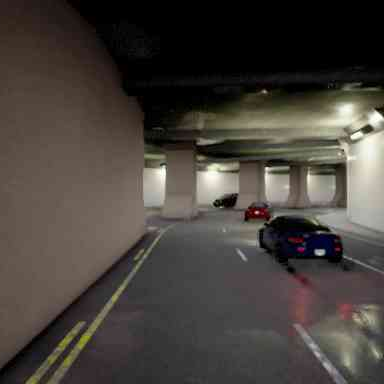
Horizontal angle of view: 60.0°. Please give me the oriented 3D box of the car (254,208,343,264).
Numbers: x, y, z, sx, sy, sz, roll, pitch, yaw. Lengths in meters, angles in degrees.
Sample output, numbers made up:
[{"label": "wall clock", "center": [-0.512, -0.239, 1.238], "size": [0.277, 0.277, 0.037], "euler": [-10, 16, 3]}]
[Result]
[{"label": "car", "center": [3.586, 1.506, 11.605], "size": [1.812, 1.442, 4.674], "euler": [0, 0, 0]}]

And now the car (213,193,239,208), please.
[{"label": "car", "center": [5.281, 1.143, 45.935], "size": [5.566, 2.045, 2.150], "euler": [-1, 0, -44]}]

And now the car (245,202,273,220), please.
[{"label": "car", "center": [5.537, 1.519, 27.011], "size": [1.994, 1.385, 4.181], "euler": [0, 0, 18]}]
